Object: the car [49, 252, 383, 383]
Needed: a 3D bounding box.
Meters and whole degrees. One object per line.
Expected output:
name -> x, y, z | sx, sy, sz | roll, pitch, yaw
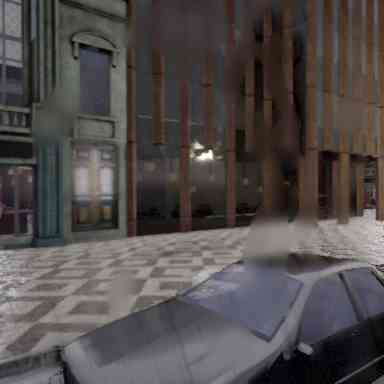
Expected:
car -> 1.226, 1.547, 4.132 | 5.357, 1.411, 2.033 | 0, 0, -36
